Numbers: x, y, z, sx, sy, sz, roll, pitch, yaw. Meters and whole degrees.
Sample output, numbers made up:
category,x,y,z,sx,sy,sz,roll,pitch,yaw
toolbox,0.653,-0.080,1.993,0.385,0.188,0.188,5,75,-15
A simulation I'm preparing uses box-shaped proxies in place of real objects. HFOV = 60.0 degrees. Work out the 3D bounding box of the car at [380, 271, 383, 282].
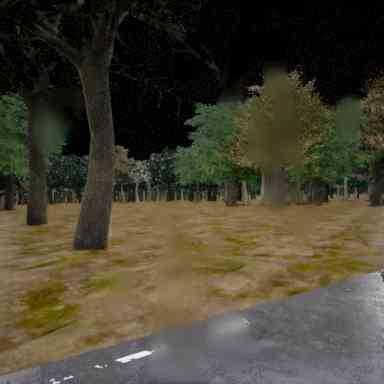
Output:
category,x,y,z,sx,sy,sz,roll,pitch,yaw
car,6.809,1.544,8.262,5.357,1.411,2.033,0,0,-36
